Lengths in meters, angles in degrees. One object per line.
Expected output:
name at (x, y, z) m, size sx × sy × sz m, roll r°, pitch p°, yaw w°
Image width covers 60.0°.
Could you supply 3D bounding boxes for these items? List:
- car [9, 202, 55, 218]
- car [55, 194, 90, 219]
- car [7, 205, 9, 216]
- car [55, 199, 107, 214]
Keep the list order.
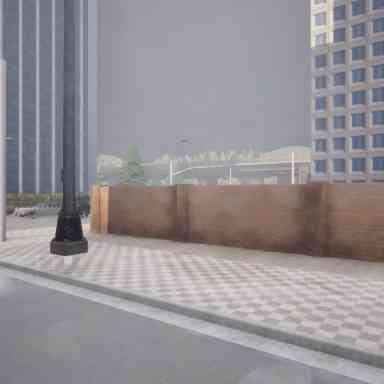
car at (-13.373, 1.601, 29.922) m, size 1.895 × 1.301 × 4.718 m, roll 0°, pitch 0°, yaw 35°
car at (-8.913, 1.221, 29.842) m, size 2.150 × 2.045 × 5.566 m, roll 0°, pitch 0°, yaw 35°
car at (-18.176, 1.547, 29.228) m, size 2.033 × 1.411 × 5.357 m, roll 0°, pitch 0°, yaw 32°
car at (-12.366, 1.547, 37.458) m, size 2.033 × 1.411 × 5.357 m, roll 0°, pitch 0°, yaw 35°
